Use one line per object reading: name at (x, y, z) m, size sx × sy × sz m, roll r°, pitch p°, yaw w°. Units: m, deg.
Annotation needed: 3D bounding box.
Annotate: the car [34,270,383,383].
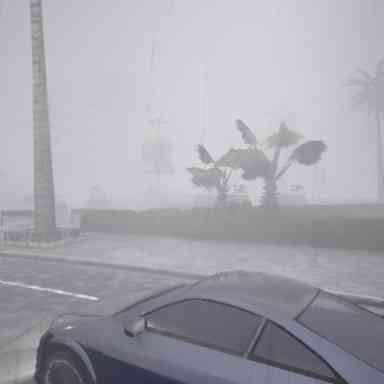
car at (0.307, 1.571, 3.439) m, size 4.181 × 1.385 × 1.994 m, roll 0°, pitch 0°, yaw 32°
